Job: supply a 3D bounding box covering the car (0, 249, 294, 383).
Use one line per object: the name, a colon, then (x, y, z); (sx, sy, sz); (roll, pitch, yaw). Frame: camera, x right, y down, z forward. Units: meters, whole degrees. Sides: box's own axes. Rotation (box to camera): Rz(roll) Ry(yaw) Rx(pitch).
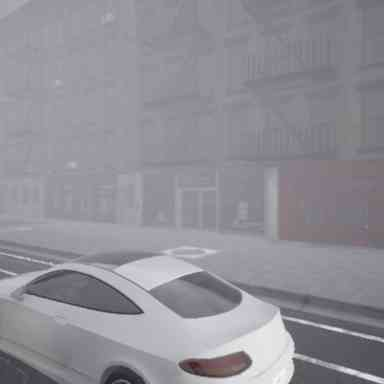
car: (-1.092, 1.508, 4.342); (4.674, 1.442, 1.812); (0, 0, 36)
